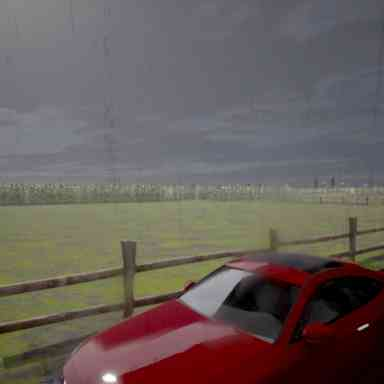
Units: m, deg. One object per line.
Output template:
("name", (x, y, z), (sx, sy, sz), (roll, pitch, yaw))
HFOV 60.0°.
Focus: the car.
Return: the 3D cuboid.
("car", (0.959, 1.516, 3.827), (4.674, 1.442, 1.812), (0, 0, -37))
